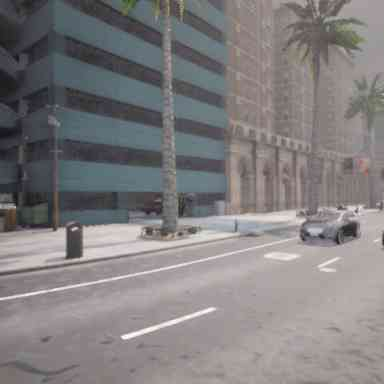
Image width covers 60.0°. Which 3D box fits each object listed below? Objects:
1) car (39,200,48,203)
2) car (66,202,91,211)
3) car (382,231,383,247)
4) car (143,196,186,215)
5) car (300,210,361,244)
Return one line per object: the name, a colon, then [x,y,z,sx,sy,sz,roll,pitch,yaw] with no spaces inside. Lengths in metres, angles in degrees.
car: [-26.052,2.133,57.046,2.161,1.482,4.786,-1,-1,41]
car: [-17.547,2.070,49.147,1.895,1.301,4.718,-1,-1,41]
car: [9.907,1.705,14.780,1.994,1.385,4.181,-1,-1,41]
car: [-3.007,1.464,37.688,2.435,2.045,5.566,-1,-1,41]
car: [7.126,1.664,16.917,2.128,1.511,4.902,-1,-1,41]
